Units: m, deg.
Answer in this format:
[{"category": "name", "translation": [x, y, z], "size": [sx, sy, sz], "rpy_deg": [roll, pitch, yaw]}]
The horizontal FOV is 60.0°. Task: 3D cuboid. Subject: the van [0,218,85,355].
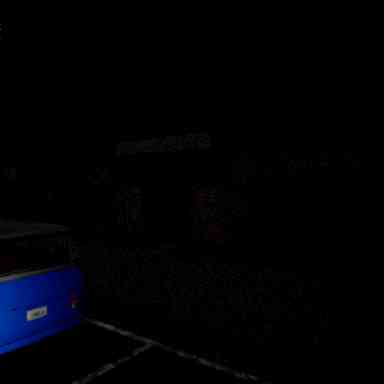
[{"category": "van", "translation": [-3.484, 1.302, 5.335], "size": [3.998, 1.788, 1.690], "rpy_deg": [0, 0, 36]}]
